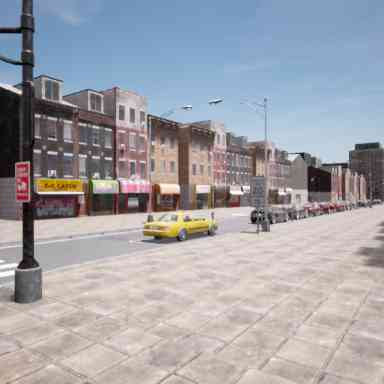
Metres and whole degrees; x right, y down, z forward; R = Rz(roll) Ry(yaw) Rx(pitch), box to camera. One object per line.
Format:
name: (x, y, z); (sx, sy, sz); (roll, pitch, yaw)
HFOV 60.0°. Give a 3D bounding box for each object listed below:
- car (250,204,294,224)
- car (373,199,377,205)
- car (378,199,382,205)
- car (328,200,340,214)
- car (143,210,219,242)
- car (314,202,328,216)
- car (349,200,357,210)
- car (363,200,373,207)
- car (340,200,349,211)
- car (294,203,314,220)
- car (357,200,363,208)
car: (6.044, 1.715, 25.925); (1.947, 1.339, 4.313); (-1, -1, 35)
car: (35.387, 2.212, 67.184); (1.887, 1.381, 4.507); (-1, -2, 35)
car: (45.168, 2.461, 80.936); (2.008, 1.369, 4.403); (-2, -2, 35)
car: (15.825, 1.834, 39.678); (1.887, 1.381, 4.507); (-1, -1, 35)
car: (-0.379, 1.598, 16.895); (1.752, 1.417, 4.829); (-1, -1, 35)
car: (12.565, 1.821, 35.094); (1.802, 1.307, 4.206); (-1, -1, 35)
car: (22.346, 1.952, 48.847); (2.008, 1.369, 4.403); (-1, -1, 35)
car: (32.128, 2.147, 62.601); (2.008, 1.369, 4.403); (-1, -1, 35)
car: (19.084, 1.784, 44.265); (1.967, 1.590, 4.097); (-1, -1, 35)
car: (9.304, 1.743, 30.510); (2.008, 1.369, 4.403); (-1, -1, 35)
car: (25.606, 2.014, 53.432); (2.008, 1.369, 4.403); (-1, -1, 35)
